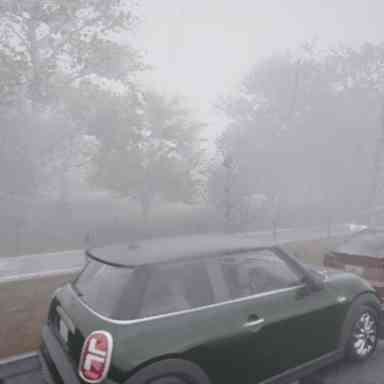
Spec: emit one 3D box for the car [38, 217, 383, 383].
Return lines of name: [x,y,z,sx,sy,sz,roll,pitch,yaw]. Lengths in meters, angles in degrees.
car: [0.524,1.360,4.430,4.553,1.767,2.185,-1,0,-33]

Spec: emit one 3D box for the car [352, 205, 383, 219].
car: [13.967,1.693,24.656,4.181,1.385,1.994,0,-1,-20]
